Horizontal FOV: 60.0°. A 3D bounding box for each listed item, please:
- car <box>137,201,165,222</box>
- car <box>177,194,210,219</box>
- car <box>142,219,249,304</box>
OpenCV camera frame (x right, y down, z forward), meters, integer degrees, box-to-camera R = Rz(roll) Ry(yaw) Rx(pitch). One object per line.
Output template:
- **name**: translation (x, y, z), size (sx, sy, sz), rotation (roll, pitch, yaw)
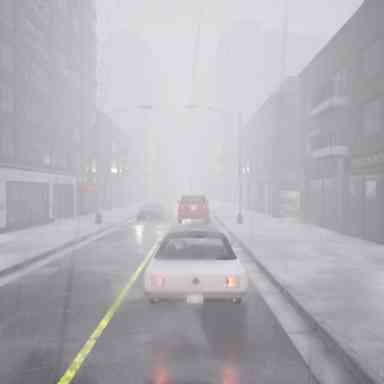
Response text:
- **car**: translation (-3.098, 1.473, 25.857), size (1.812, 1.442, 4.674), rotation (0, 0, 0)
- **car**: translation (0.091, 1.172, 24.171), size (2.150, 2.045, 5.566), rotation (0, 0, 0)
- **car**: translation (0.093, 1.583, 8.037), size (1.895, 1.301, 4.718), rotation (0, 0, 1)
